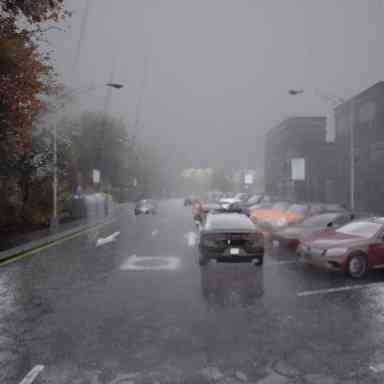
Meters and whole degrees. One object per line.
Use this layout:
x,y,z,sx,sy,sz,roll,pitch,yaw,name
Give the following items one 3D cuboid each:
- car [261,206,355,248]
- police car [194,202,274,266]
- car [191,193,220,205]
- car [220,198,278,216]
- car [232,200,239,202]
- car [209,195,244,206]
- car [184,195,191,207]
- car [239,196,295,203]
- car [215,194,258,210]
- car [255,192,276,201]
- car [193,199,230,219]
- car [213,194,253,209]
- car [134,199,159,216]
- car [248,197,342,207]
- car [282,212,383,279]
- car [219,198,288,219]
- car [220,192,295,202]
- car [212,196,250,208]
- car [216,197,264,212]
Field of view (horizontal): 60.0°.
5.260,1.452,12.667,4.792,1.488,2.163,1,1,-20,car
1.143,1.368,11.499,1.930,1.638,5.238,0,0,0,police car
1.147,1.232,27.359,2.097,1.767,4.553,0,0,0,car
5.279,1.386,30.678,4.792,1.488,2.163,1,0,-20,car
5.291,1.426,21.685,4.674,1.452,2.002,1,0,-20,car
5.321,1.317,51.715,5.008,1.535,2.097,1,0,-20,car
-0.023,1.187,48.924,2.097,1.767,4.553,0,0,0,car
5.324,1.273,18.688,4.553,1.767,2.185,1,0,-20,car
5.291,1.209,39.693,4.553,1.767,2.185,1,0,-20,car
18.268,1.038,82.761,2.435,2.045,5.566,0,1,-21,car
1.143,1.407,21.389,1.837,1.490,4.892,0,0,0,car
5.294,1.204,42.694,4.553,1.767,2.185,1,0,-20,car
-4.080,1.363,30.545,2.128,1.511,4.902,0,0,0,car
5.322,1.285,15.687,4.553,1.767,2.185,1,1,-20,car
5.291,1.477,9.676,4.674,1.452,2.002,1,1,-20,car
5.129,1.360,27.620,5.366,1.575,1.946,1,0,-20,car
5.288,1.124,24.662,5.566,2.045,2.435,1,1,-20,car
5.329,1.365,45.703,4.674,1.452,2.002,1,0,-20,car
5.292,1.371,36.679,4.792,1.488,2.163,1,0,-20,car
